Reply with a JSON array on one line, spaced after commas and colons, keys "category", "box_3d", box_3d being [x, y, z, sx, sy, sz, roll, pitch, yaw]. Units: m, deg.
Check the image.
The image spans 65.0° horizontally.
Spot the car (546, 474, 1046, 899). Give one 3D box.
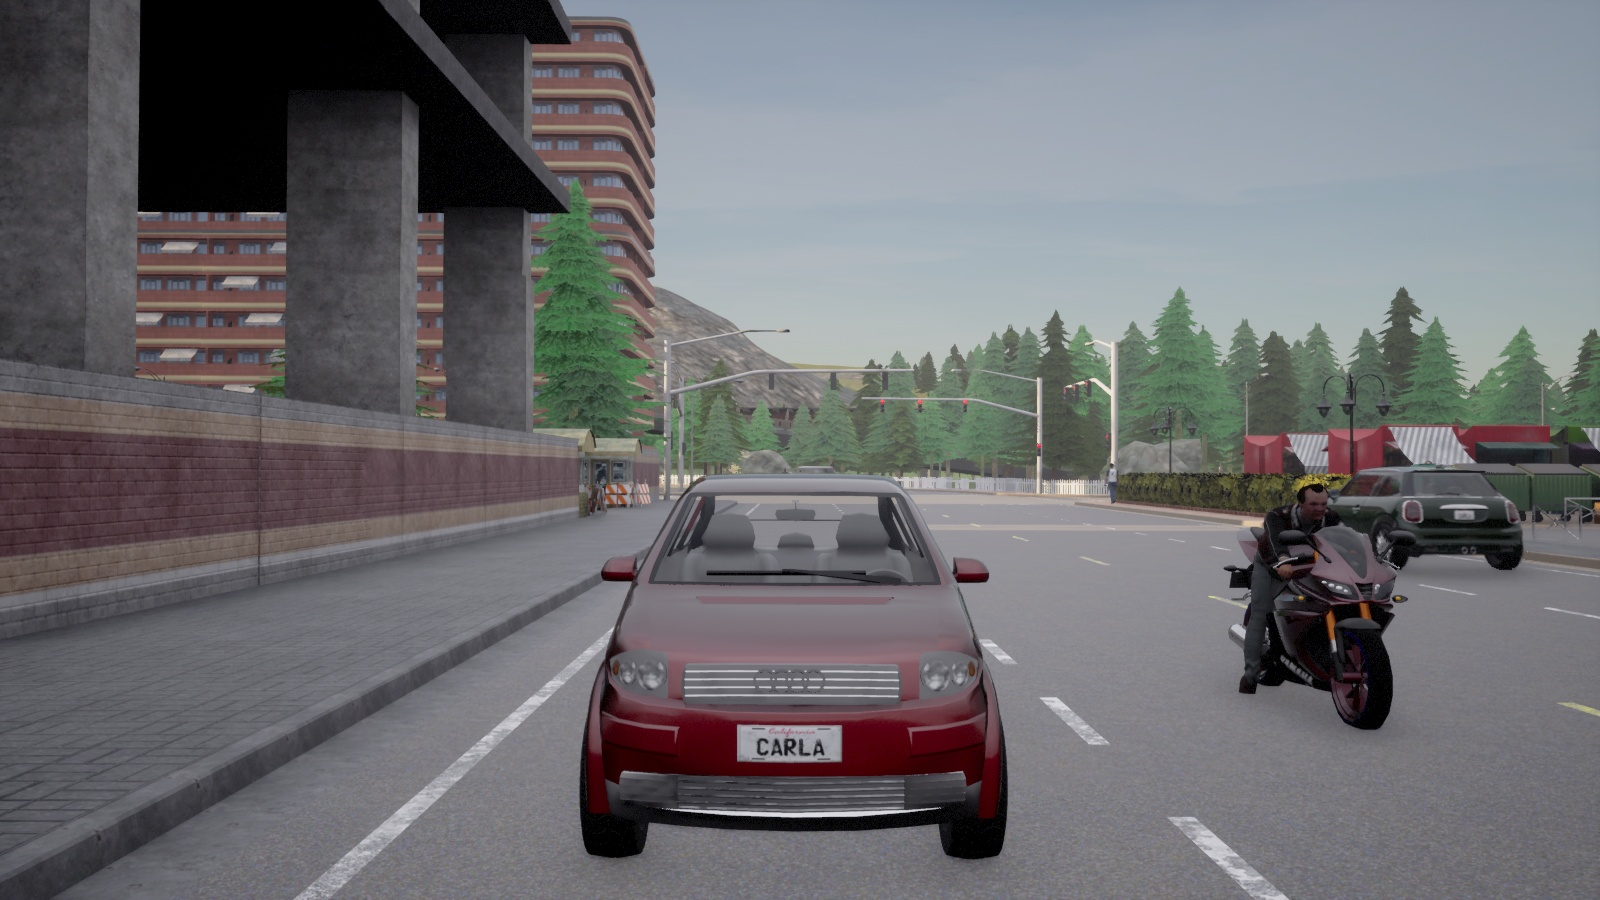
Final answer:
[{"category": "car", "box_3d": [-0.016, 0.900, 6.363, 1.789, 1.549, 3.705, 0, -1, 0]}]

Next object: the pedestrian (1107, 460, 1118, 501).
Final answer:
[{"category": "pedestrian", "box_3d": [13.911, 1.350, 55.934, 0.354, 1.836, 0.706, 0, -1, 3]}]

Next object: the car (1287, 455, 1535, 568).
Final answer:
[{"category": "car", "box_3d": [10.439, 0.999, 21.923, 2.097, 1.767, 4.553, 0, -1, 0]}]

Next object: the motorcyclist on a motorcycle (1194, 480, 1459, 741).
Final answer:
[{"category": "motorcyclist on a motorcycle", "box_3d": [3.476, 0.979, 8.565, 0.866, 1.530, 2.191, 0, -1, 0]}]
